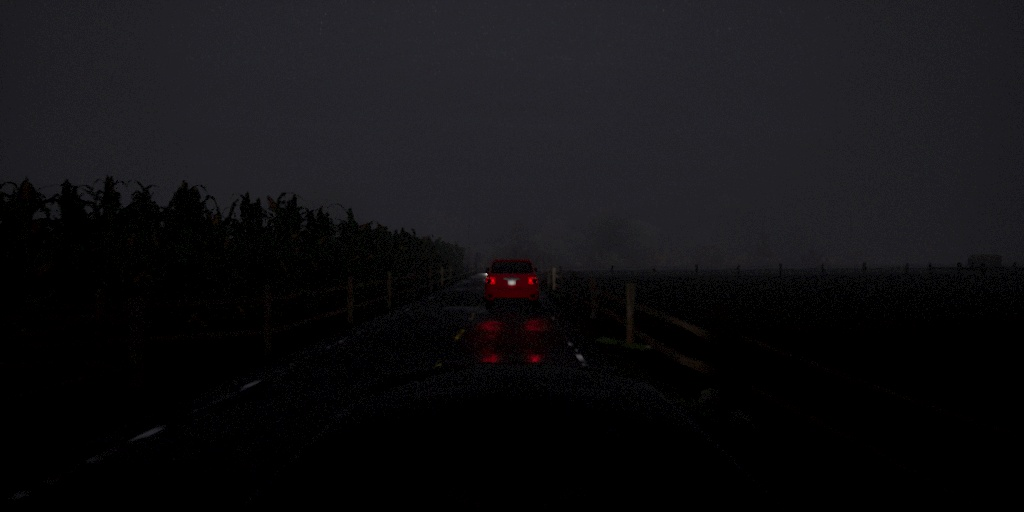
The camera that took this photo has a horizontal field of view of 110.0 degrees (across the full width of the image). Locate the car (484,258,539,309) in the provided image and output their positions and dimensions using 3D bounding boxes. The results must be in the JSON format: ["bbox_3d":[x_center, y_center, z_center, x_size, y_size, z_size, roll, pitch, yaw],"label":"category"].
[{"bbox_3d":[-0.007,1.098,15.878,2.150,2.045,5.566,0,0,0],"label":"car"}]

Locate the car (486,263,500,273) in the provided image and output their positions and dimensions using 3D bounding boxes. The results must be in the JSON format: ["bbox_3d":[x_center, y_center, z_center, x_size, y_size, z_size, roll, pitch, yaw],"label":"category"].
[{"bbox_3d":[-2.783,1.742,53.283,1.837,1.490,4.892,0,-1,0],"label":"car"}]
